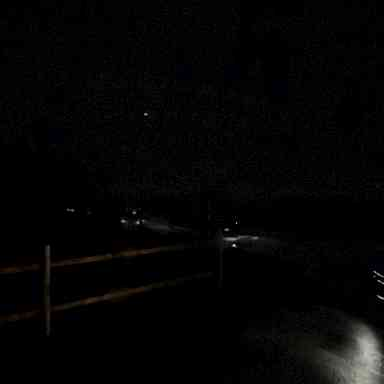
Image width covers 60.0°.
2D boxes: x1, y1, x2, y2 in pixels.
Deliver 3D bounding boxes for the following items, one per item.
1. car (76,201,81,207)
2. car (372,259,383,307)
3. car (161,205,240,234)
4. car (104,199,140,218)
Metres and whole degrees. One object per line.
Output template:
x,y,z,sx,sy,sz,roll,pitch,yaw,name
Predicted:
-14.013,1.230,39.321,1.994,1.385,4.181,3,-1,-34,car
5.667,1.519,6.864,5.008,1.535,1.882,0,0,-35,car
0.243,1.442,18.490,2.033,1.411,5.357,3,-1,-35,car
-5.718,1.300,27.195,2.128,1.511,4.902,3,-1,-34,car
